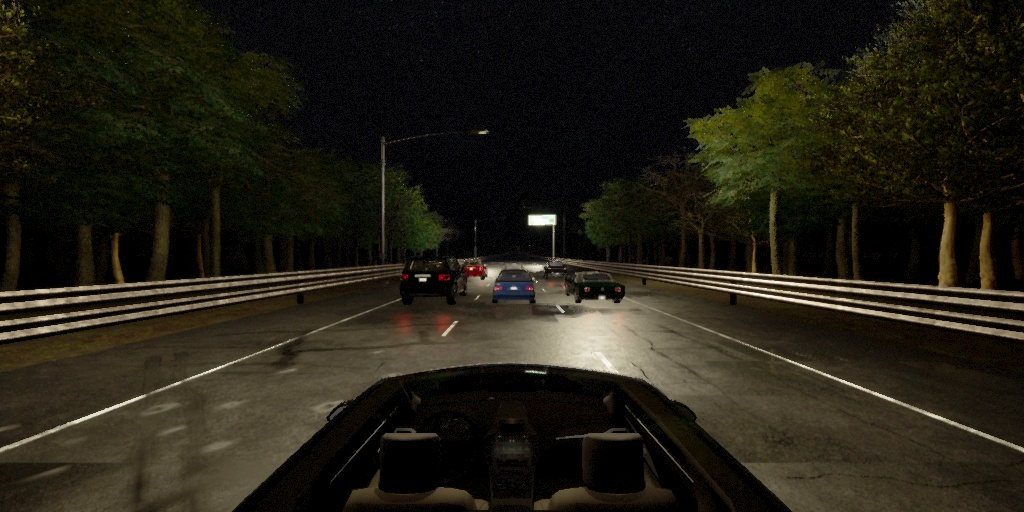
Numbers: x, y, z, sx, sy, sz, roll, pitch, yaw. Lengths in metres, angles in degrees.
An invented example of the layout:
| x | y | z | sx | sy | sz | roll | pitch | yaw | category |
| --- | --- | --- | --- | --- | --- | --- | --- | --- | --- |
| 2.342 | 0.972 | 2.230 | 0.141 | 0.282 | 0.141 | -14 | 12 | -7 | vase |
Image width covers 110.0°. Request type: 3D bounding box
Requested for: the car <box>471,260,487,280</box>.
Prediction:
| x | y | z | sx | sy | sz | roll | pitch | yaw | category |
| --- | --- | --- | --- | --- | --- | --- | --- | --- | --- |
| -3.312 | 1.099 | 31.414 | 2.097 | 1.767 | 4.553 | 0 | 0 | 0 | car |

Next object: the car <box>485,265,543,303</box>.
| x | y | z | sx | sy | sz | roll | pitch | yaw | category |
| --- | --- | --- | --- | --- | --- | --- | --- | --- | --- |
| 0.087 | 1.312 | 16.423 | 2.033 | 1.411 | 5.357 | 0 | 0 | 0 | car |

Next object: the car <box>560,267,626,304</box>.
| x | y | z | sx | sy | sz | roll | pitch | yaw | category |
| --- | --- | --- | --- | --- | --- | --- | --- | --- | --- |
| 3.588 | 1.365 | 16.430 | 1.895 | 1.301 | 4.718 | 0 | 0 | 0 | car |

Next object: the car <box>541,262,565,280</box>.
| x | y | z | sx | sy | sz | roll | pitch | yaw | category |
| --- | --- | --- | --- | --- | --- | --- | --- | --- | --- |
| 3.687 | 1.228 | 31.398 | 2.128 | 1.511 | 4.902 | 0 | 0 | 0 | car |

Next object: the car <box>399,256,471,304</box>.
| x | y | z | sx | sy | sz | roll | pitch | yaw | category |
| --- | --- | --- | --- | --- | --- | --- | --- | --- | --- |
| -3.411 | 1.006 | 16.477 | 2.150 | 2.045 | 5.566 | 0 | 0 | 0 | car |
